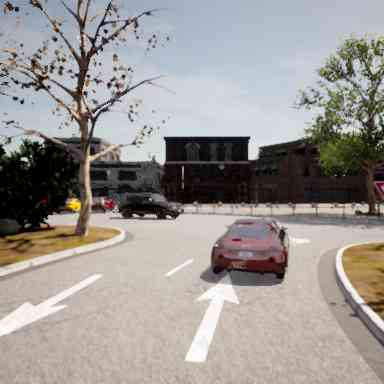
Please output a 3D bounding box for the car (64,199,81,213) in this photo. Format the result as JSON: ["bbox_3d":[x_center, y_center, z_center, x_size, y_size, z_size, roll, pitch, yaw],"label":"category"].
[{"bbox_3d":[-12.743,1.419,35.579,2.097,1.535,5.008,-1,0,1],"label":"car"}]

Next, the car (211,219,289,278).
[{"bbox_3d":[1.917,1.498,10.169,1.994,1.385,4.181,0,0,17],"label":"car"}]

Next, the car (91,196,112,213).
[{"bbox_3d":[-9.711,1.245,35.493,2.185,1.767,4.553,-1,0,1],"label":"car"}]

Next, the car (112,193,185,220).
[{"bbox_3d":[-3.308,1.082,26.490,5.566,2.045,2.150,0,-1,30],"label":"car"}]
